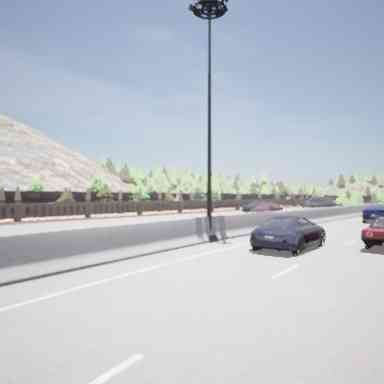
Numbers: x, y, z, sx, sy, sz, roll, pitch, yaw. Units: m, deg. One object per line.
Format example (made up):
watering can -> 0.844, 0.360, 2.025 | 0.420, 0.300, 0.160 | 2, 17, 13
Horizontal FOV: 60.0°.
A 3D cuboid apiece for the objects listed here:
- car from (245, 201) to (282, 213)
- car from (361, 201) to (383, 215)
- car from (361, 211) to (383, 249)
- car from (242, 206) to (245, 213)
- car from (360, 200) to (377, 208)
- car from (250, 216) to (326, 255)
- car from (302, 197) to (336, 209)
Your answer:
car -> 7.915, 1.835, 35.063 | 1.812, 1.442, 4.674 | 0, -1, 41
car -> 15.685, 1.745, 27.682 | 1.882, 1.535, 5.008 | 0, -1, 41
car -> 8.934, 1.743, 14.510 | 1.895, 1.301, 4.718 | 0, -1, 40
car -> 8.007, 1.831, 40.491 | 1.882, 1.535, 5.008 | 0, -1, 41
car -> 35.125, 2.454, 66.088 | 1.994, 1.385, 4.181 | 0, -3, 41
car -> 4.143, 1.691, 14.089 | 1.994, 1.385, 4.181 | 0, -1, 38
car -> 14.195, 1.561, 36.938 | 2.150, 2.045, 5.566 | 0, -1, 41
